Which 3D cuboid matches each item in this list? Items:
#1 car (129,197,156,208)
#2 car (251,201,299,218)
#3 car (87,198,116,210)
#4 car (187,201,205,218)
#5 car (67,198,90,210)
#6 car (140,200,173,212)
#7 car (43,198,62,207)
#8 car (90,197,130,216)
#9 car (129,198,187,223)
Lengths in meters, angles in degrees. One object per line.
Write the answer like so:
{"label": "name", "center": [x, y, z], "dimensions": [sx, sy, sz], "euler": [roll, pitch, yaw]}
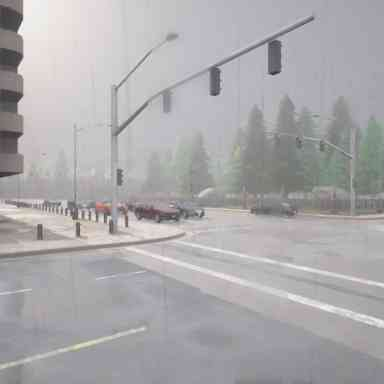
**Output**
{"label": "car", "center": [-7.658, 1.547, 51.123], "dimensions": [2.128, 1.511, 4.902], "euler": [0, 0, -36]}
{"label": "car", "center": [7.540, 1.581, 30.586], "dimensions": [1.812, 1.442, 4.674], "euler": [0, 0, -36]}
{"label": "car", "center": [-12.522, 1.603, 45.606], "dimensions": [2.033, 1.411, 5.357], "euler": [0, 0, -36]}
{"label": "car", "center": [-0.834, 1.547, 29.787], "dimensions": [2.128, 1.511, 4.902], "euler": [0, 0, -36]}
{"label": "car", "center": [-14.443, 1.547, 42.317], "dimensions": [2.128, 1.511, 4.902], "euler": [0, 0, -36]}
{"label": "car", "center": [-4.446, 1.656, 40.890], "dimensions": [1.895, 1.301, 4.718], "euler": [0, 0, -36]}
{"label": "car", "center": [-22.213, 1.603, 52.937], "dimensions": [2.033, 1.411, 5.357], "euler": [0, 0, -36]}
{"label": "car", "center": [-8.287, 1.407, 33.974], "dimensions": [2.097, 1.767, 4.553], "euler": [0, 0, -36]}
{"label": "car", "center": [-2.817, 1.533, 26.581], "dimensions": [1.882, 1.535, 5.008], "euler": [0, 0, -36]}
